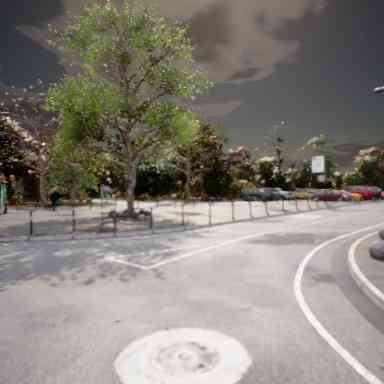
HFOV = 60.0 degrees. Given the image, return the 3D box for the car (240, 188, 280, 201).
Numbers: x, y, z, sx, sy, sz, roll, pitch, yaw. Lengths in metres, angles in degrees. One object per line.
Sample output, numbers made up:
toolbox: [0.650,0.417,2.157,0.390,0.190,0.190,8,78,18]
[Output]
car: [9.884,0.377,50.801,5.566,2.045,2.435,-1,0,45]

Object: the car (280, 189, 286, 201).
car: [11.741,0.615,52.720,4.892,1.521,2.231,-1,0,45]

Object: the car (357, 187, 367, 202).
car: [19.219,0.529,42.842,5.008,1.535,2.097,-1,0,45]

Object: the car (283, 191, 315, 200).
car: [19.463,0.622,60.793,5.366,1.575,1.946,-1,-1,45]

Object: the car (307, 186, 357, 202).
car: [17.071,0.420,40.696,4.553,1.767,2.185,-1,0,45]

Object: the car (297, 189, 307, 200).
car: [17.589,0.609,58.905,5.366,1.575,1.946,-1,-1,45]

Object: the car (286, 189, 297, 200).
car: [13.713,0.351,54.696,5.566,2.045,2.435,-1,0,45]

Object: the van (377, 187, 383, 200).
van: [25.539,0.289,49.403,4.442,1.987,1.878,-1,-1,45]

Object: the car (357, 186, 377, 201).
car: [21.245,0.262,44.940,5.566,2.045,2.435,-1,0,45]

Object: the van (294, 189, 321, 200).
van: [21.645,0.418,62.567,4.442,1.987,1.878,-1,-1,45]
